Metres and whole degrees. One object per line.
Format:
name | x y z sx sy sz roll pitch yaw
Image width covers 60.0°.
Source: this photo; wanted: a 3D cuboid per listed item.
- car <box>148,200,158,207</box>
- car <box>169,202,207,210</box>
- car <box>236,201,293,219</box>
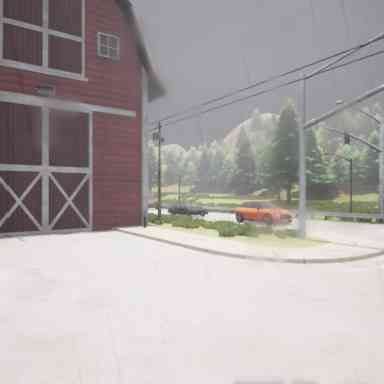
car | -6.558 1.848 49.597 1.812 1.442 4.674 0 0 -34
car | -0.522 1.776 34.384 2.033 1.411 5.357 0 0 -34
car | 5.473 1.524 25.612 2.097 1.767 4.553 0 0 -34
